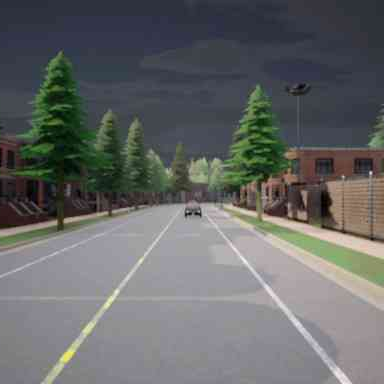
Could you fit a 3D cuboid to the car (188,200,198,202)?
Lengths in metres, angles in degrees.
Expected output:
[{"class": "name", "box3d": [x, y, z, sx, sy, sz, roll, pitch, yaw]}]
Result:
[{"class": "car", "box3d": [0.138, 1.977, 46.953, 2.097, 1.767, 4.553, 0, -1, 0]}]

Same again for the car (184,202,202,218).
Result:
[{"class": "car", "box3d": [0.130, 2.091, 36.750, 1.895, 1.301, 4.718, 0, -1, 0]}]
